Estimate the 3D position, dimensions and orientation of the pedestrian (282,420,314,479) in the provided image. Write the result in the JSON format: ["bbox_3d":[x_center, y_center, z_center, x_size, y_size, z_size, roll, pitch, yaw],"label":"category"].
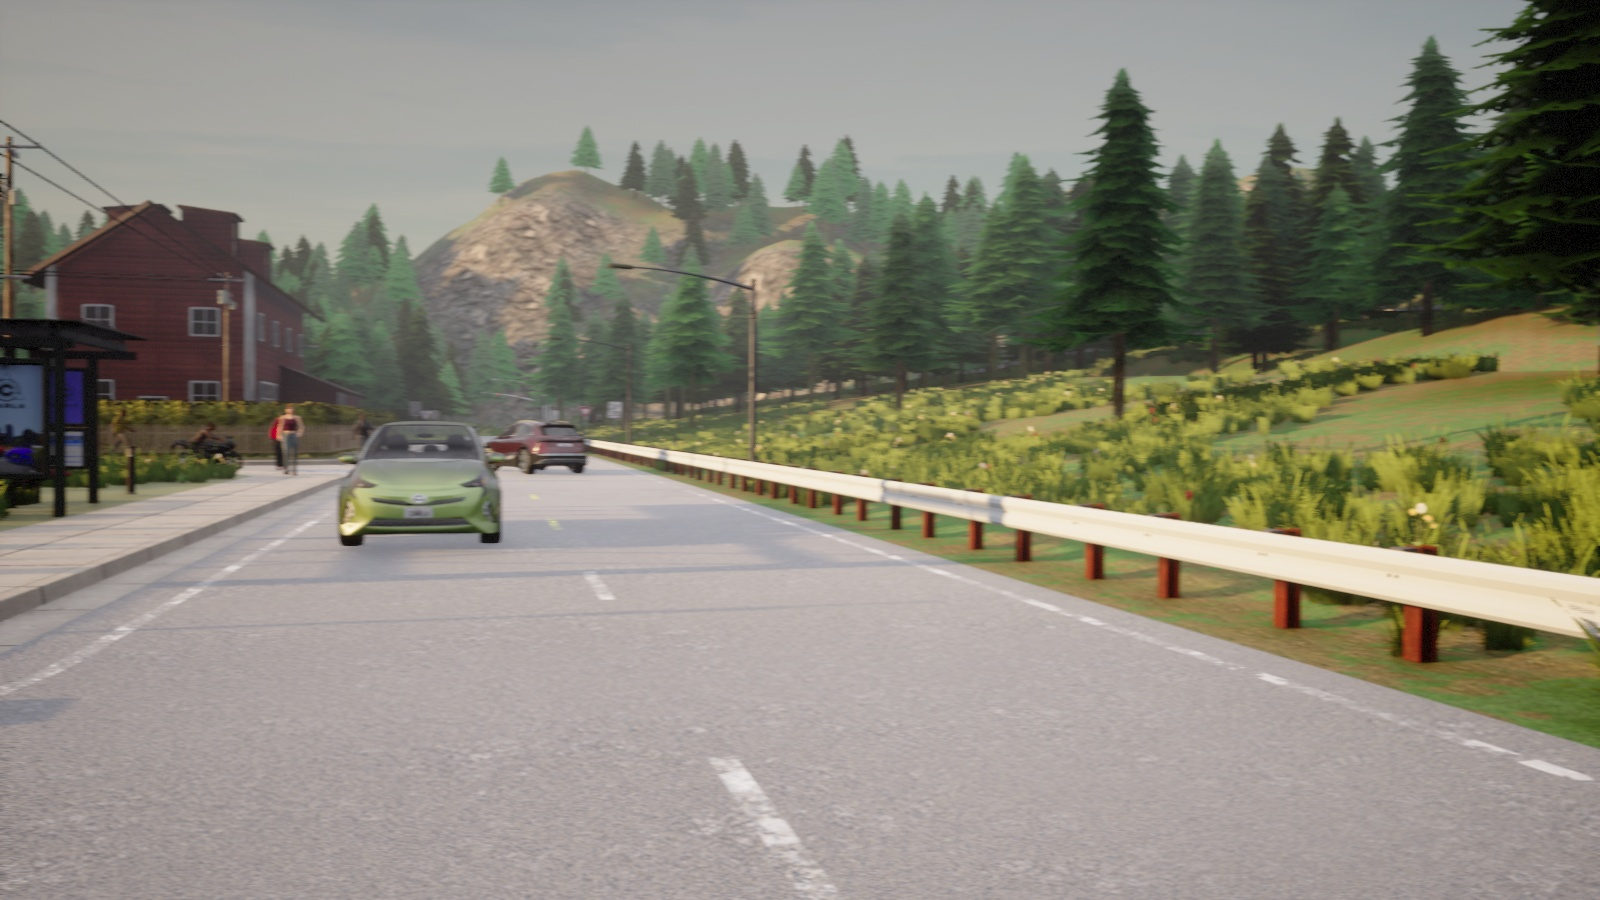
[{"bbox_3d":[-15.711,-0.024,39.276,0.634,1.844,0.899,-2,1,-41],"label":"pedestrian"}]

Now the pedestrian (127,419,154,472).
[{"bbox_3d":[-23.150,-0.156,44.100,0.726,1.835,0.370,-1,1,-13],"label":"pedestrian"}]

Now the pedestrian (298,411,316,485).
[{"bbox_3d":[-12.478,-0.055,31.792,0.345,1.836,0.594,-1,1,-15],"label":"pedestrian"}]

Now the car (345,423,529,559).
[{"bbox_3d":[-4.691,0.425,16.631,2.007,1.525,4.514,-1,1,-14],"label":"car"}]

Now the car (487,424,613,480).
[{"bbox_3d":[-7.920,0.026,39.440,2.033,1.649,4.856,-1,1,-36],"label":"car"}]

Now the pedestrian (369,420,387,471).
[{"bbox_3d":[-15.675,-0.182,46.644,0.563,1.883,0.849,-1,1,-17],"label":"pedestrian"}]

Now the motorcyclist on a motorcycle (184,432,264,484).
[{"bbox_3d":[-17.335,0.218,37.838,2.044,1.523,0.797,-1,1,-13],"label":"motorcyclist on a motorcycle"}]
